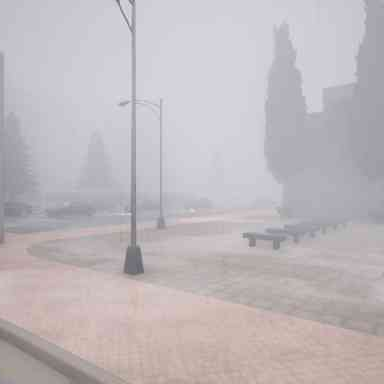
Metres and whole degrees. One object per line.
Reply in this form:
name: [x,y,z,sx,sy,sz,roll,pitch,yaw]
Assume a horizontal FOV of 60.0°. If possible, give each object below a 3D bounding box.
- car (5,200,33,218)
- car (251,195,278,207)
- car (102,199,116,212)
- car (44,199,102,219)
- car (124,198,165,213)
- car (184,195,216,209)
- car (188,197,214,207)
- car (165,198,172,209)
car: [-16.239,1.505,28.491,1.837,1.490,4.892,0,0,39]
car: [11.477,1.564,52.583,1.994,1.385,4.181,0,0,38]
car: [-10.454,1.491,35.918,2.128,1.511,4.902,0,0,38]
car: [-10.774,1.526,29.736,1.812,1.442,4.674,0,0,37]
car: [-5.469,1.564,36.640,1.994,1.385,4.181,0,0,38]
car: [0.873,1.505,44.860,1.837,1.490,4.892,0,0,38]
car: [1.464,1.564,51.329,1.994,1.385,4.181,0,0,38]
car: [-4.688,1.505,43.390,1.837,1.490,4.892,0,0,38]
